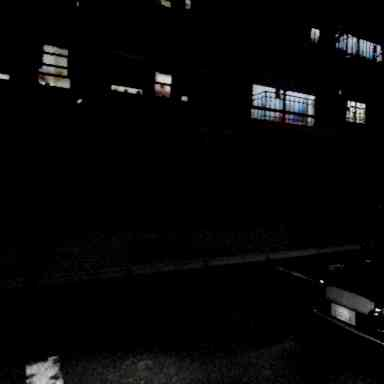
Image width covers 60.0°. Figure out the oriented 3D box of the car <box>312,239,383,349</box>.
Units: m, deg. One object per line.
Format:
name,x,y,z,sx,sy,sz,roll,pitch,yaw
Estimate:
car,4.186,1.355,5.511,4.902,1.511,2.128,0,3,-27
